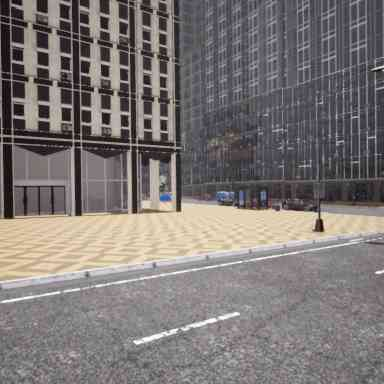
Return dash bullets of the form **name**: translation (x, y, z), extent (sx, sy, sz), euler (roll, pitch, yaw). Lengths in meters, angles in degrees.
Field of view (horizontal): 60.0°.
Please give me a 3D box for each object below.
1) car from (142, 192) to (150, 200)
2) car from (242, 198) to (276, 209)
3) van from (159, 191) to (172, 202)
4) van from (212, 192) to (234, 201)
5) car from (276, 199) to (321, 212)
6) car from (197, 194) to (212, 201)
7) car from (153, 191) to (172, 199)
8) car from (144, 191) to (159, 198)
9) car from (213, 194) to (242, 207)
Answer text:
- **car**: translation (-10.664, 1.040, 68.700), extent (2.008, 1.369, 4.403), euler (0, 1, -34)
- **car**: translation (8.454, 1.388, 40.463), extent (1.802, 1.307, 4.206), euler (0, 1, -34)
- **van**: translation (-4.260, 0.937, 59.305), extent (1.690, 1.788, 3.998), euler (0, 1, -34)
- **van**: translation (5.865, 0.855, 59.328), extent (1.690, 1.788, 3.998), euler (0, 1, -34)
- **car**: translation (11.642, 1.424, 35.756), extent (1.947, 1.339, 4.313), euler (0, 1, -34)
- **car**: translation (2.664, 1.043, 64.027), extent (1.802, 1.307, 4.206), euler (0, 1, -34)
- **car**: translation (-6.942, 0.615, 78.112), extent (2.192, 1.841, 5.009), euler (0, 1, -34)
- **car**: translation (-10.143, 0.686, 82.809), extent (1.967, 1.590, 4.097), euler (0, 1, -34)
- **car**: translation (5.300, 1.319, 45.192), extent (1.947, 1.339, 4.313), euler (0, 1, -34)
